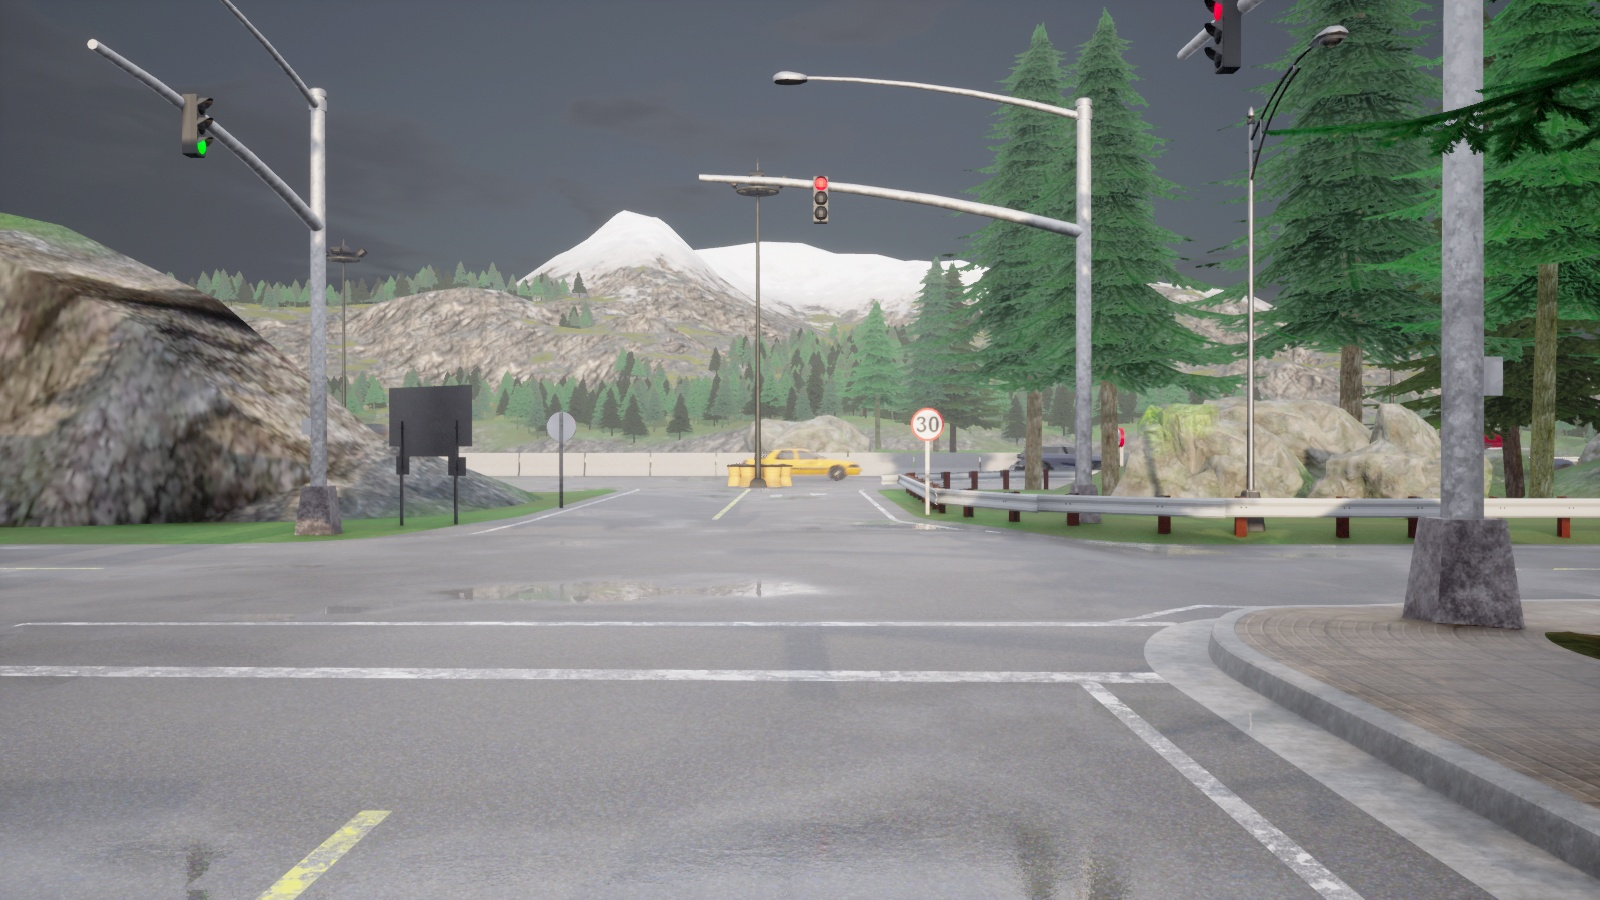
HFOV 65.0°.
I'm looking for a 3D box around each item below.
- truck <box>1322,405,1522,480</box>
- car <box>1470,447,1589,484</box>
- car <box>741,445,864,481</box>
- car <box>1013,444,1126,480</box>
[{"bbox_3d":[29.095,-0.349,58.999,7.936,3.462,2.891,0,0,0],"label":"truck"},{"bbox_3d":[30.143,0.638,51.968,3.806,1.475,1.970,0,0,0],"label":"car"},{"bbox_3d":[0.117,0.567,55.680,5.366,1.575,1.801,0,0,0],"label":"car"},{"bbox_3d":[12.643,0.549,59.091,4.856,1.649,2.033,0,0,0],"label":"car"}]
